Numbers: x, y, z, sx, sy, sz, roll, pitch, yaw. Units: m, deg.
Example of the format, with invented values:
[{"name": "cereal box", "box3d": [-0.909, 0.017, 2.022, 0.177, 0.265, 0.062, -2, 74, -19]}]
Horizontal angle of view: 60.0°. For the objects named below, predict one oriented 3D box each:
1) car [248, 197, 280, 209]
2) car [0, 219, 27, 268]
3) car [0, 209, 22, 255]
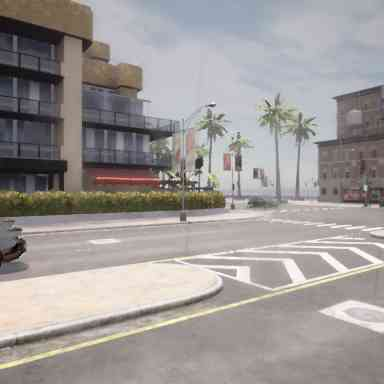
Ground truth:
[{"name": "car", "box3d": [9.842, 1.505, 45.759, 1.837, 1.490, 4.892, 0, 0, -35]}, {"name": "car", "box3d": [-7.086, 1.492, 8.770, 4.902, 1.511, 2.128, 0, 0, -36]}, {"name": "car", "box3d": [-8.898, 1.492, 11.773, 4.902, 1.511, 2.128, 0, 0, -35]}]
